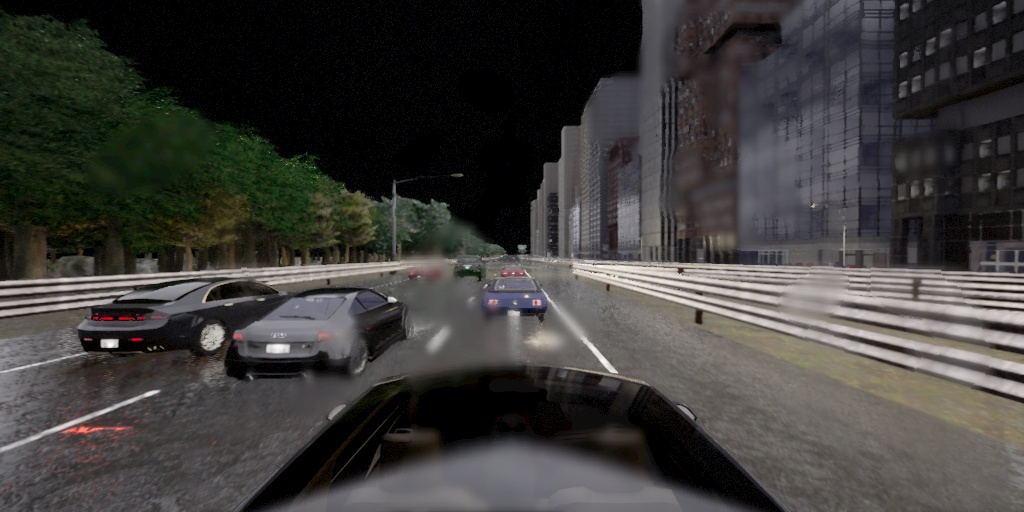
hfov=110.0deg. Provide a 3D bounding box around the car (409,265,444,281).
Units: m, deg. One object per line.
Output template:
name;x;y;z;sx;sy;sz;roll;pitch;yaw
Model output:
car;-6.909;1.357;29.443;1.895;1.301;4.718;0;0;0

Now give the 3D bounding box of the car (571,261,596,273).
car;8.703;1.300;43.189;2.163;1.488;4.792;0;0;-12

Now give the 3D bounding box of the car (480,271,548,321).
car;0.098;1.351;12.349;1.895;1.301;4.718;0;0;0

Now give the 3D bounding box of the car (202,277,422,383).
car;-3.400;1.314;7.215;1.994;1.385;4.181;0;0;0

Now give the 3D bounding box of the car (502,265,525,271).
car;0.091;1.357;29.389;1.895;1.301;4.718;0;0;0

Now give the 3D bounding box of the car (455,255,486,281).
car;-3.409;0.978;30.027;2.150;2.045;5.566;0;0;0

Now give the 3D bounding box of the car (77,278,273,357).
car;-6.900;1.254;8.575;1.837;1.490;4.892;0;0;0
